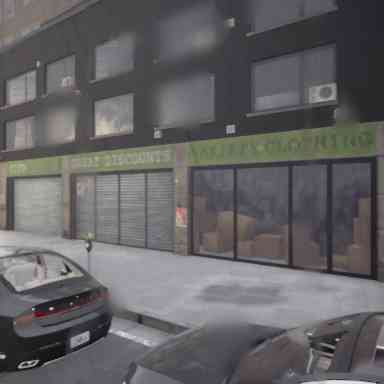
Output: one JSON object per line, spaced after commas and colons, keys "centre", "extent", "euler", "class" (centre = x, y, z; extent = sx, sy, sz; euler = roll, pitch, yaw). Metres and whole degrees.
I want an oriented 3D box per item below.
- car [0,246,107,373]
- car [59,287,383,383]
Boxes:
{"centre": [-3.137, 1.553, 5.301], "extent": [4.403, 1.369, 2.008], "euler": [0, 0, 35], "class": "car"}
{"centre": [1.371, 1.551, 2.109], "extent": [4.403, 1.369, 2.008], "euler": [0, 0, 35], "class": "car"}
